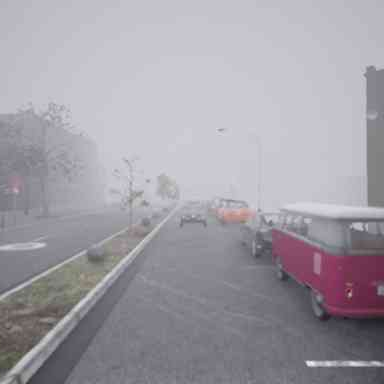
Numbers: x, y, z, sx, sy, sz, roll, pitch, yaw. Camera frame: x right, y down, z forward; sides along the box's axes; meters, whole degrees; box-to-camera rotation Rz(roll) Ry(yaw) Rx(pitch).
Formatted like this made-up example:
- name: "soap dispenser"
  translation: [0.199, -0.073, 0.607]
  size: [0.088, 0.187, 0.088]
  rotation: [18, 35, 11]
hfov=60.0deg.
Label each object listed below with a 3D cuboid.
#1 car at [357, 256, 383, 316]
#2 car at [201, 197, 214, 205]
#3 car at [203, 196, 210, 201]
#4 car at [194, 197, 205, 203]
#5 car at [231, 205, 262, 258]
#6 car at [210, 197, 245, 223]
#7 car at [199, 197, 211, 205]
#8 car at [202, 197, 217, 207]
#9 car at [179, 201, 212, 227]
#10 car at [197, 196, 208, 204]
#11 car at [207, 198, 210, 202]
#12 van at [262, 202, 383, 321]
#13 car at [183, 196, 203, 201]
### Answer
- name: "car"
  translation: [2.997, 1.519, 1.629]
  size: [2.002, 1.452, 4.674]
  rotation: [0, 0, 0]
- name: "car"
  translation: [2.878, 1.733, 62.383]
  size: [2.002, 1.452, 4.674]
  rotation: [0, -1, -1]
- name: "car"
  translation: [2.998, 1.606, 51.317]
  size: [2.231, 1.521, 4.892]
  rotation: [0, 0, 0]
- name: "car"
  translation: [1.802, 1.898, 79.146]
  size: [2.163, 1.488, 4.792]
  rotation: [0, -1, -5]
- name: "car"
  translation: [2.998, 1.482, 12.669]
  size: [2.231, 1.521, 4.892]
  rotation: [0, 0, 0]
- name: "car"
  translation: [2.998, 1.394, 29.206]
  size: [2.185, 1.767, 4.553]
  rotation: [0, 0, 0]
- name: "car"
  translation: [2.646, 1.751, 67.927]
  size: [2.097, 1.535, 5.008]
  rotation: [0, -1, -2]
- name: "car"
  translation: [2.990, 1.640, 56.837]
  size: [2.231, 1.521, 4.892]
  rotation: [0, 0, 0]
- name: "car"
  translation: [0.098, 1.569, 23.210]
  size: [2.033, 1.411, 5.357]
  rotation: [0, 0, 0]
- name: "car"
  translation: [2.298, 1.683, 73.441]
  size: [2.185, 1.767, 4.553]
  rotation: [0, -1, -4]
- name: "car"
  translation: [2.998, 1.581, 34.882]
  size: [2.002, 1.452, 4.674]
  rotation: [0, 0, 0]
- name: "van"
  translation: [2.997, 1.252, 7.271]
  size: [1.878, 1.987, 4.442]
  rotation: [0, 0, 0]
- name: "car"
  translation: [0.105, 1.595, 42.161]
  size: [1.837, 1.490, 4.892]
  rotation: [0, 0, 0]
